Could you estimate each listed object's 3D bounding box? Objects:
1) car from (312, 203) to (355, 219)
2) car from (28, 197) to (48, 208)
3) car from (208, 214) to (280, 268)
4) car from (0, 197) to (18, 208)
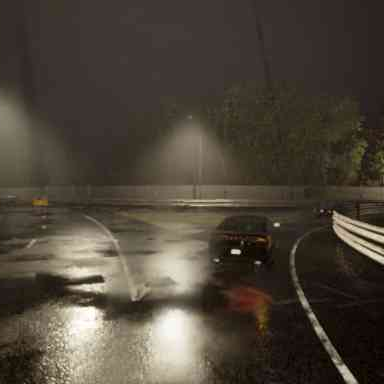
[{"bbox_3d":[12.448,1.622,29.049,5.357,1.411,2.033,0,0,-44],"label":"car"},{"bbox_3d":[-21.967,1.424,47.258,1.882,1.535,5.008,0,0,-36],"label":"car"},{"bbox_3d":[1.939,1.495,11.523,1.882,1.535,5.008,0,0,17],"label":"car"},{"bbox_3d":[-25.498,1.423,46.132,2.128,1.511,4.902,0,0,-37],"label":"car"}]
